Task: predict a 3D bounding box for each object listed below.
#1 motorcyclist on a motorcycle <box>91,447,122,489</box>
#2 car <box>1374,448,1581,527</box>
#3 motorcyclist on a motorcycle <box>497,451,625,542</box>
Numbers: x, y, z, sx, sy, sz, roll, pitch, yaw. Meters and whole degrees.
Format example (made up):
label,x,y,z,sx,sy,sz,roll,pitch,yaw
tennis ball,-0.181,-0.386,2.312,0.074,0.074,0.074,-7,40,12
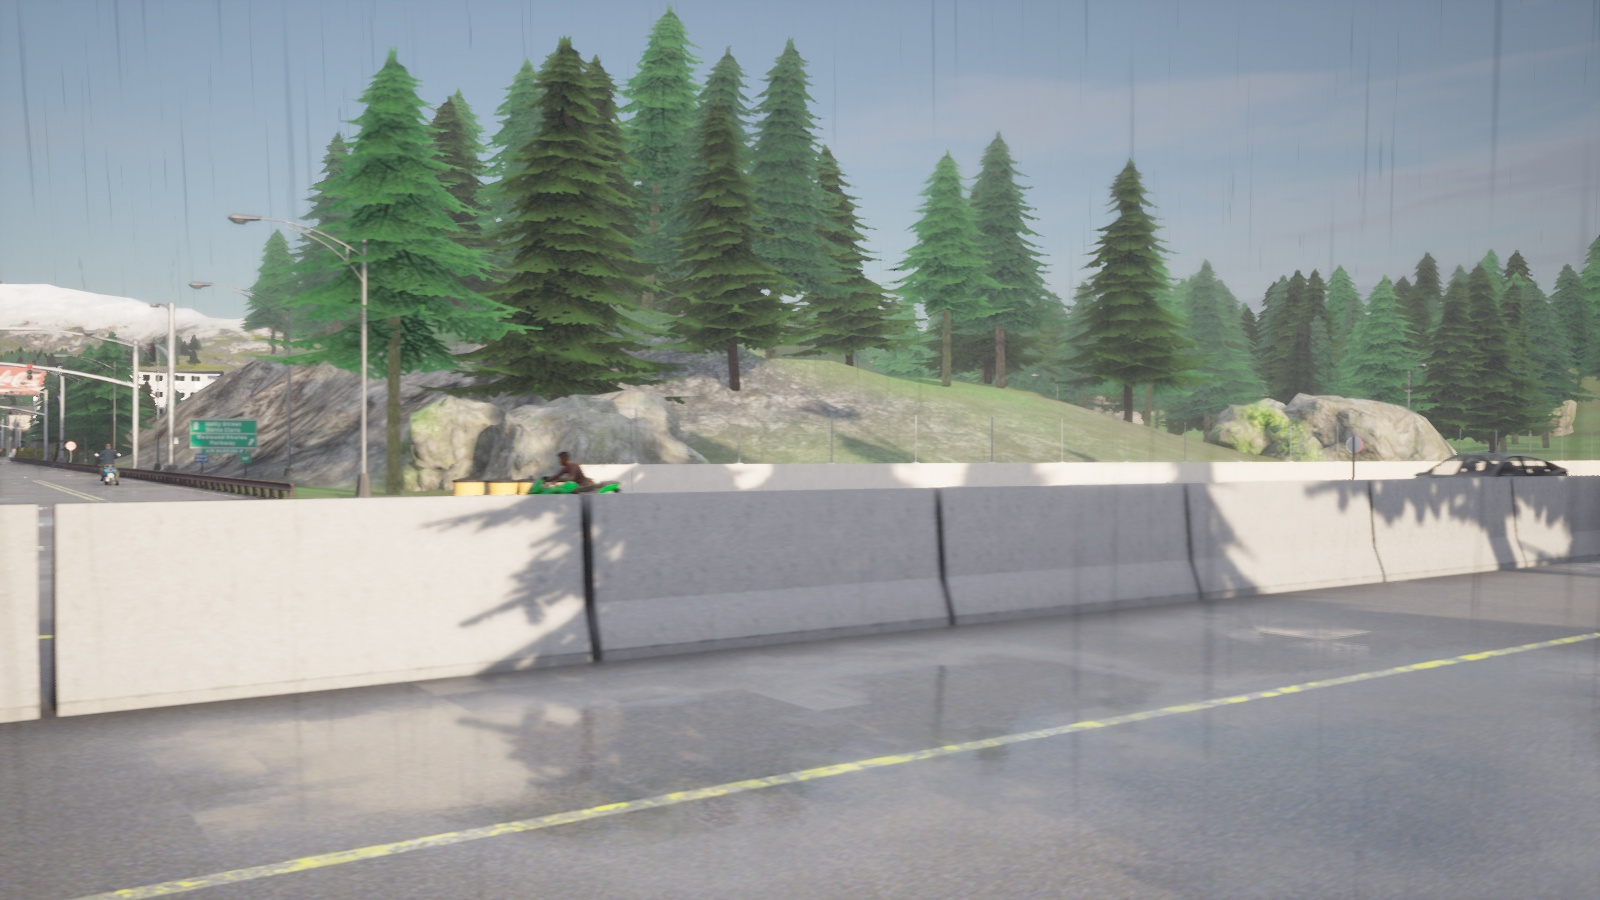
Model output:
label,x,y,z,sx,sy,sz,roll,pitch,yaw
motorcyclist on a motorcycle,-26.359,0.675,47.696,0.866,1.590,1.817,0,0,-34
car,14.265,0.726,26.381,4.514,1.525,2.007,0,0,-35
motorcyclist on a motorcycle,-4.185,0.790,22.067,2.044,1.523,0.797,0,0,-35
